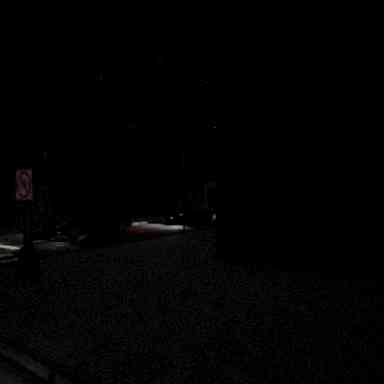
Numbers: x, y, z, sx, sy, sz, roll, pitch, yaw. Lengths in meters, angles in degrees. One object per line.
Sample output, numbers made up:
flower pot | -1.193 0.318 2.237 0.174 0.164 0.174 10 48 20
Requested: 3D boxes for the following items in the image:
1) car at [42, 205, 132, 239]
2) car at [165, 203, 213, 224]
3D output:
car | -5.468 1.515 17.905 1.882 1.535 5.008 0 0 35
car | -0.086 1.581 25.454 1.812 1.442 4.674 0 0 35
